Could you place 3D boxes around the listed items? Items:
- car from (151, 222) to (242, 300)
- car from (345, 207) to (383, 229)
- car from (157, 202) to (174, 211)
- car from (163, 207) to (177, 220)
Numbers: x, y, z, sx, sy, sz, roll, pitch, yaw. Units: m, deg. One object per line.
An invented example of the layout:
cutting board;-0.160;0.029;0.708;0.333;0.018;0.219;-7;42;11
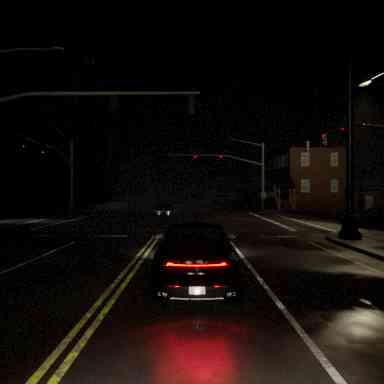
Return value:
car;0.087;1.505;8.336;1.837;1.490;4.892;0;0;0
car;16.225;2.341;28.825;5.566;2.045;2.150;9;0;0
car;-3.668;2.056;45.633;2.033;1.411;5.357;0;-4;0
car;-3.681;3.615;55.734;2.033;1.411;5.357;0;-12;0
